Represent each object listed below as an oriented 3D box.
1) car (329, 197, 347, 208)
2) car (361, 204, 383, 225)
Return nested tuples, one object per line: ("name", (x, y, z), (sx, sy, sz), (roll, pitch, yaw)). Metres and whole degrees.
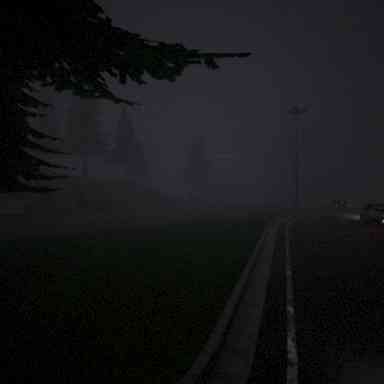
("car", (18.137, 1.318, 41.177), (1.895, 1.301, 4.718), (0, 0, 28))
("car", (12.323, 1.439, 21.956), (1.895, 1.301, 4.718), (0, 0, 22))
